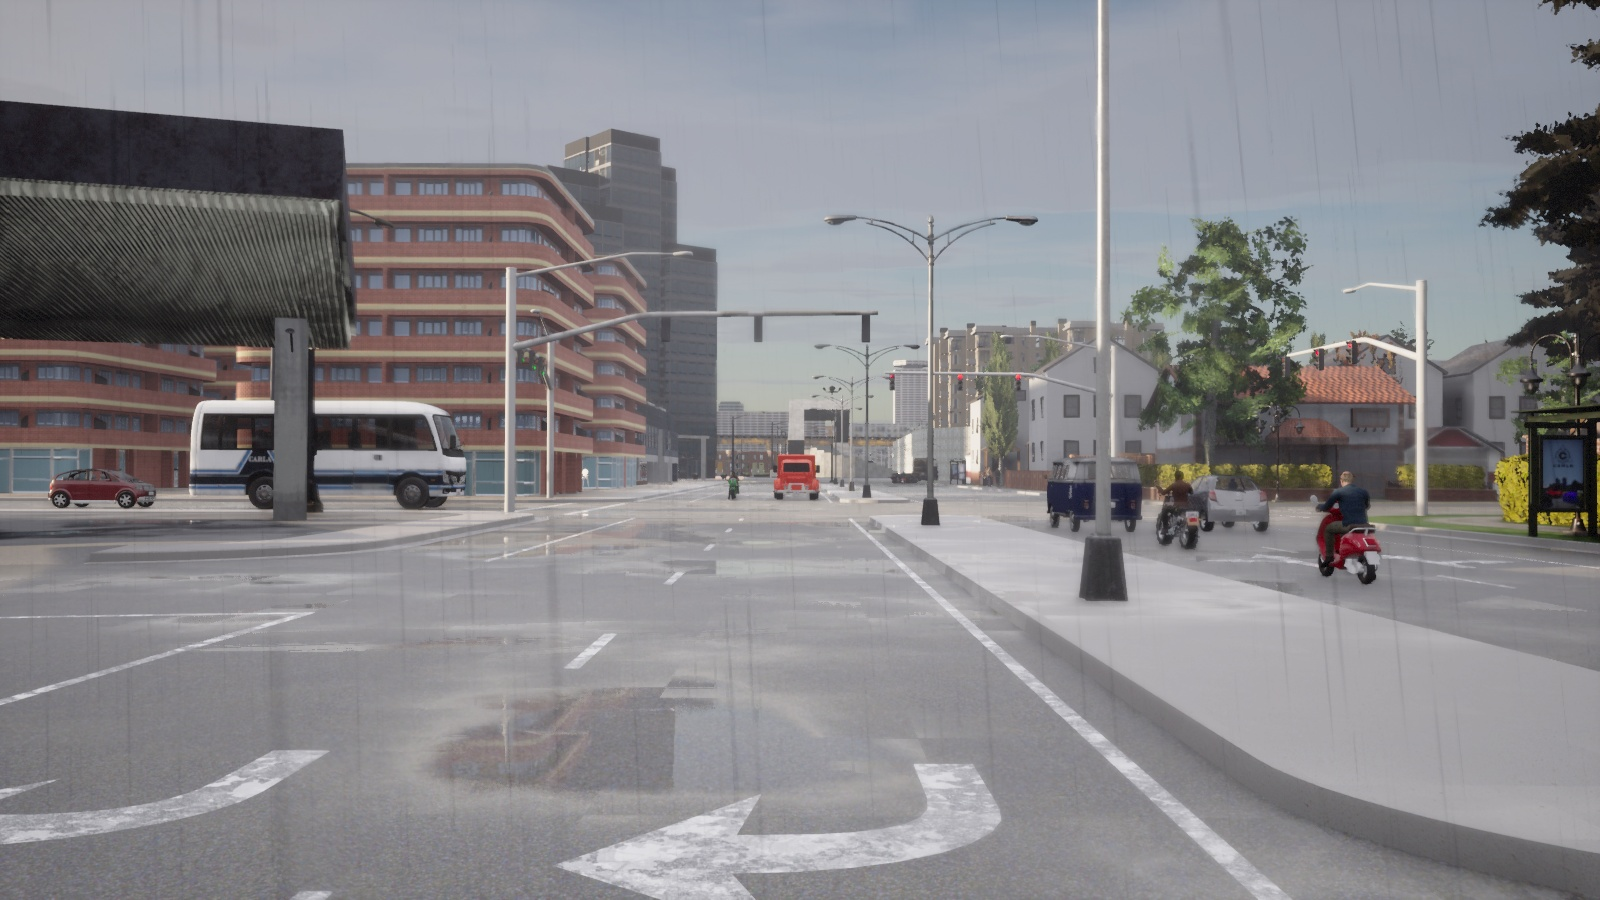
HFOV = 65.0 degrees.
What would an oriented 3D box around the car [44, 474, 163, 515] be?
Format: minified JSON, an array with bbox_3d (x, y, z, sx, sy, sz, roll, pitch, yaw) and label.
[{"bbox_3d":[-27.353,1.730,49.395,3.705,1.549,1.789,0,-1,-1],"label":"car"}]

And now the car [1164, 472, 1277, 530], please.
[{"bbox_3d":[11.409,1.358,34.329,1.845,1.501,3.633,0,-1,0],"label":"car"}]

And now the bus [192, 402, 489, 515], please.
[{"bbox_3d":[-17.908,0.341,49.599,10.273,4.253,3.944,0,-1,-1],"label":"bus"}]

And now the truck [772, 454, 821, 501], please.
[{"bbox_3d":[-0.185,1.491,69.419,2.627,2.467,5.204,0,-1,0],"label":"truck"}]

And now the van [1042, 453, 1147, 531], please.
[{"bbox_3d":[7.909,1.107,34.104,1.775,1.987,4.442,0,-1,0],"label":"van"}]

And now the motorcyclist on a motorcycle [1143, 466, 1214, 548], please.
[{"bbox_3d":[7.930,1.176,26.432,0.766,1.649,2.350,0,-1,0],"label":"motorcyclist on a motorcycle"}]

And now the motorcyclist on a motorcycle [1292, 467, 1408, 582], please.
[{"bbox_3d":[7.951,1.042,18.245,0.866,1.590,1.817,0,-1,0],"label":"motorcyclist on a motorcycle"}]
